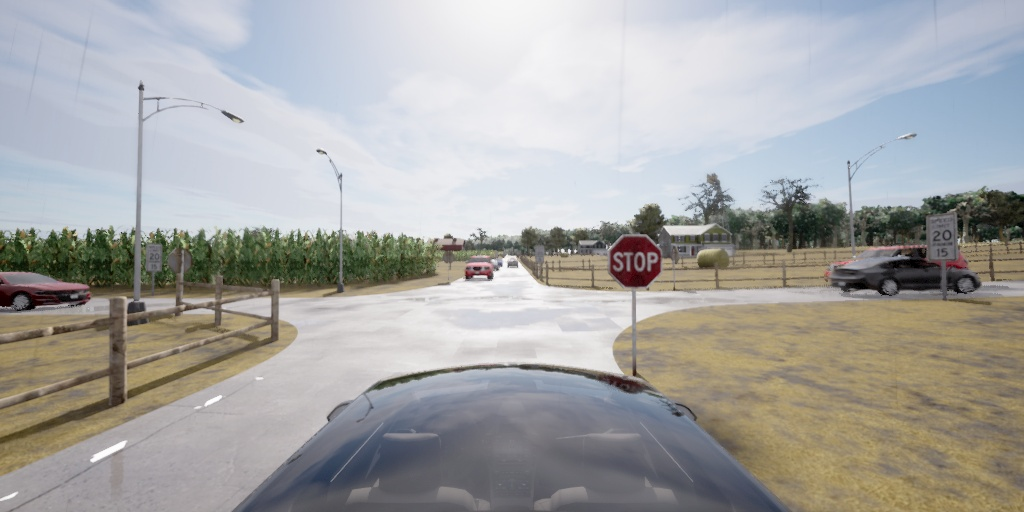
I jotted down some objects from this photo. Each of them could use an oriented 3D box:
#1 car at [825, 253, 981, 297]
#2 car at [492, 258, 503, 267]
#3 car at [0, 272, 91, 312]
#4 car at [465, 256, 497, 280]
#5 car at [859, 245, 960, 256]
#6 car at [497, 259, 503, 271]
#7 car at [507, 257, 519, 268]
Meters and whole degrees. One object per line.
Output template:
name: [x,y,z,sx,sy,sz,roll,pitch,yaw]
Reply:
car: [15.876,0.812,14.626,4.892,1.490,1.837,-2,-2,1]
car: [-2.621,1.211,65.202,1.882,1.535,5.008,0,0,0]
car: [-20.321,1.389,14.611,5.008,1.535,1.882,0,-2,0]
car: [-2.779,0.993,31.415,2.150,2.045,5.566,0,0,0]
car: [18.671,0.527,17.527,5.566,2.045,2.150,-2,-2,0]
car: [-2.730,1.255,48.794,2.128,1.511,4.902,0,0,1]
car: [0.133,1.234,61.513,2.128,1.511,4.902,0,0,0]
